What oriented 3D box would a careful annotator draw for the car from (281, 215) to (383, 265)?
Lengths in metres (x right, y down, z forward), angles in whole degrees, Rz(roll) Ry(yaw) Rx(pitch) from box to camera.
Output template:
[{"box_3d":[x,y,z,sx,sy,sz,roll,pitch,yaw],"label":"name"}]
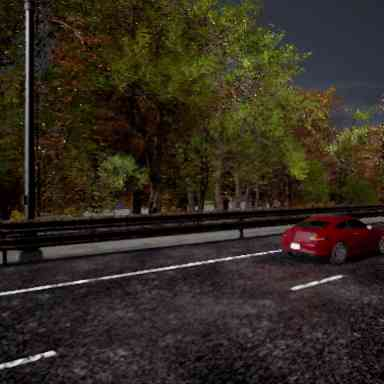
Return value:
[{"box_3d":[5.094,1.529,11.744,4.674,1.442,1.812,0,0,-36],"label":"car"}]
